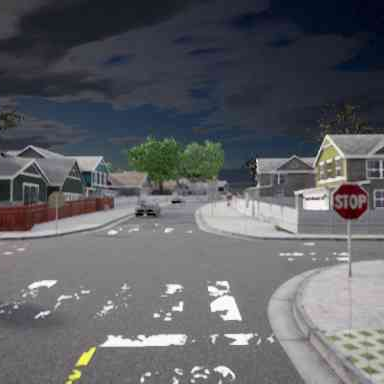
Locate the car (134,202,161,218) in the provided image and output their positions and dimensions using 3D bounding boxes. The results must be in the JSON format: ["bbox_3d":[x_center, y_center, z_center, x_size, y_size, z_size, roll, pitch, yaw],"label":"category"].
[{"bbox_3d":[-3.828,1.559,29.282,1.895,1.301,4.718,0,0,0],"label":"car"}]
